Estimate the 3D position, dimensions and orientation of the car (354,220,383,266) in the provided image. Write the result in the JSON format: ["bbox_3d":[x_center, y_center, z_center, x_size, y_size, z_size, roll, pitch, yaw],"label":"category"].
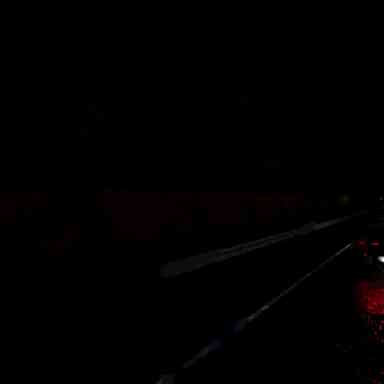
[{"bbox_3d":[7.047,1.764,11.928,1.837,1.490,4.892,-1,-1,33],"label":"car"}]
